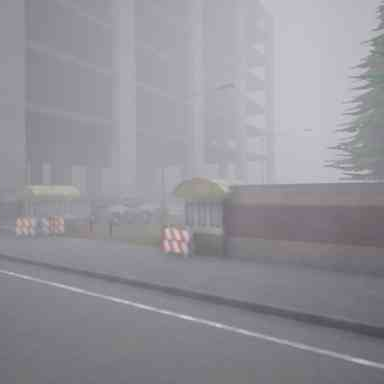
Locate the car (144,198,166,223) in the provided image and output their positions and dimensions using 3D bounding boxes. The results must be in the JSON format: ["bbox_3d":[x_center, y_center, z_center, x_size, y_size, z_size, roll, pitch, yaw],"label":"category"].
[{"bbox_3d":[-3.989,1.369,26.142,3.866,1.878,1.905,-1,0,35],"label":"car"}]

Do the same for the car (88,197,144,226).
[{"bbox_3d":[-5.682,1.369,23.737,3.866,1.878,1.905,-1,0,35],"label":"car"}]
